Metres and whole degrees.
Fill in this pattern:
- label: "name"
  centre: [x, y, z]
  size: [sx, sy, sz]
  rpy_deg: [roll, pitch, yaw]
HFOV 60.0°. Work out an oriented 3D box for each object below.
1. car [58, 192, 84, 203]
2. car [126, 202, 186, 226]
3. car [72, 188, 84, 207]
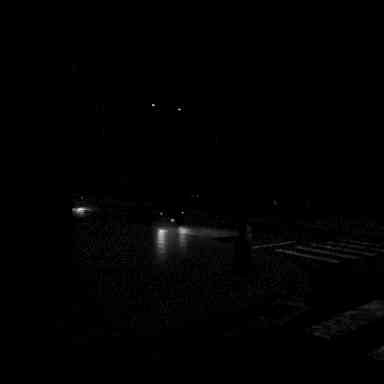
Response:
- label: "car"
  centre: [-17.182, 0.712, 47.125]
  size: [2.033, 1.411, 5.357]
  rpy_deg: [0, 1, -35]
- label: "car"
  centre: [-2.369, 1.296, 20.957]
  size: [1.895, 1.301, 4.718]
  rpy_deg: [0, 1, -35]
- label: "car"
  centre: [-13.835, 0.586, 37.274]
  size: [2.150, 2.045, 5.566]
  rpy_deg: [0, 1, -34]
